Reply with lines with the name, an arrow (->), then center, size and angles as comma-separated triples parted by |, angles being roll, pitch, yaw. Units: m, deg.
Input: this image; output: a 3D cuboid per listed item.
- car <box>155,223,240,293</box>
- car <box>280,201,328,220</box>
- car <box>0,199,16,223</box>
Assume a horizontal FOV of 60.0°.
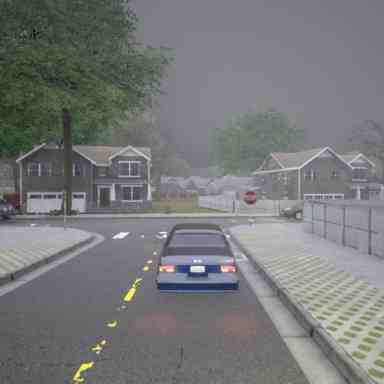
car -> 0.122, 1.547, 8.982 | 2.033, 1.411, 5.357 | 0, 0, 0
car -> 9.941, 1.543, 28.263 | 4.892, 1.490, 1.837 | 0, 0, -12
car -> -14.927, 1.239, 23.137 | 4.553, 1.767, 2.097 | 0, 0, -12
